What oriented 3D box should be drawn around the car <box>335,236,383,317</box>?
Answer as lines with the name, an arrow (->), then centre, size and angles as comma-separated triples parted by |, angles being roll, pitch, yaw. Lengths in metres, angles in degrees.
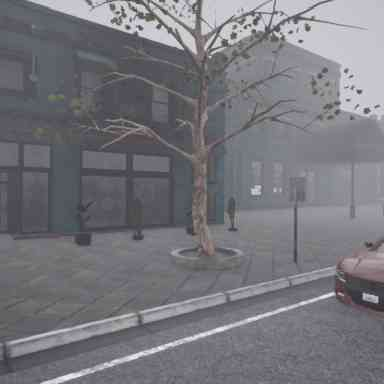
car -> 4.975, 1.479, 6.947 | 5.008, 1.535, 1.882 | 0, 0, -36
